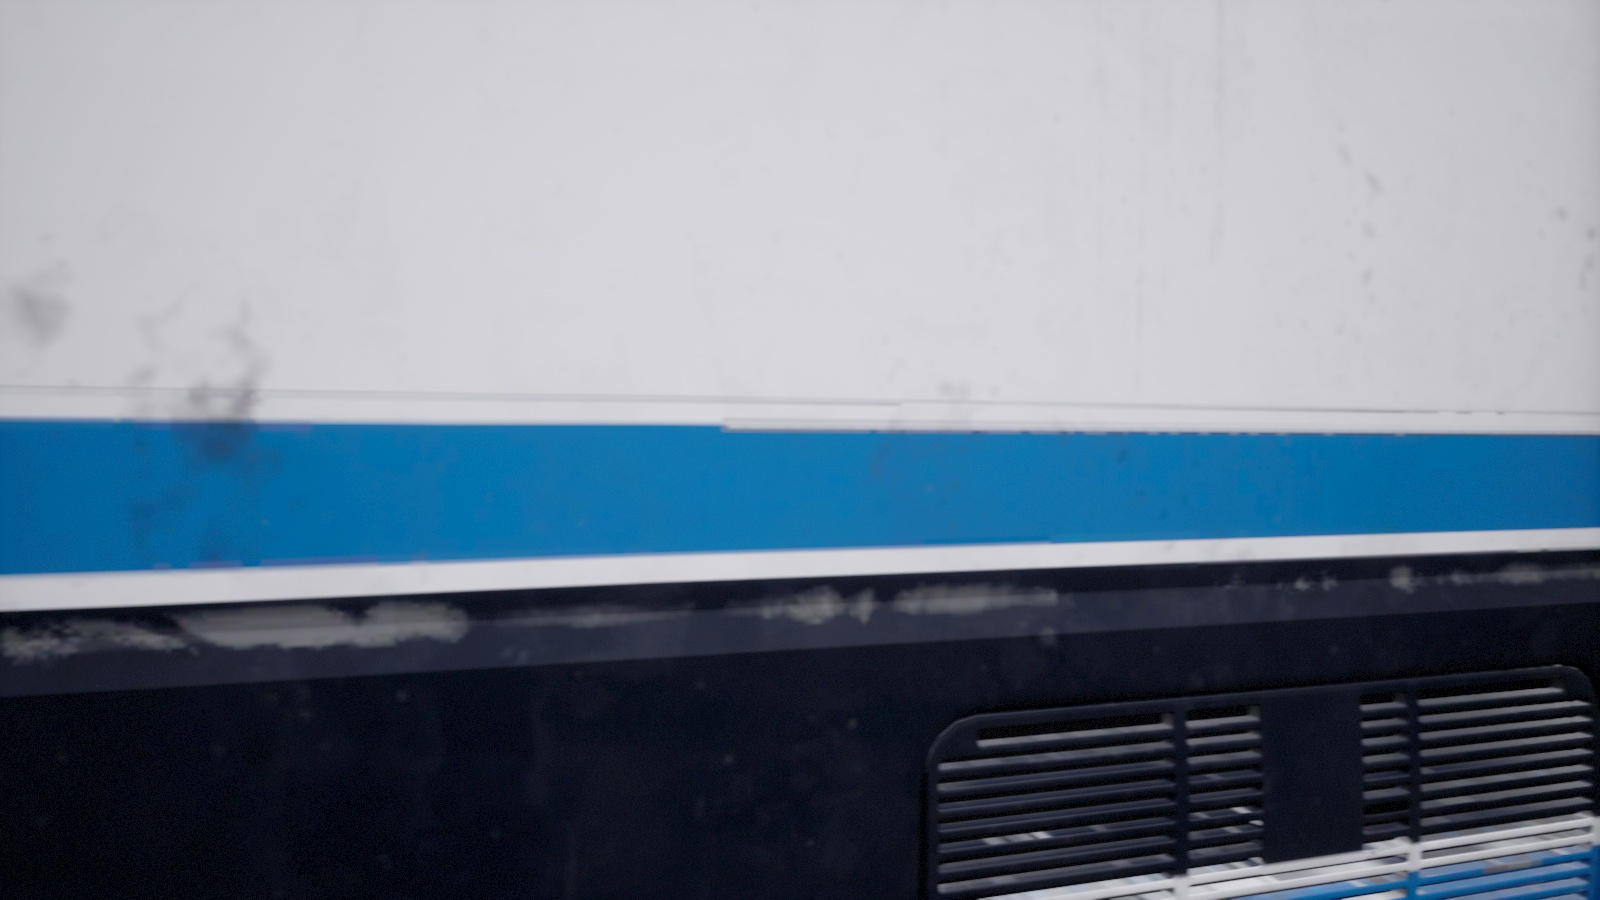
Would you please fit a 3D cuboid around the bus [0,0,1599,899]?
[{"bbox_3d":[-0.545,-0.624,3.015,10.273,4.253,3.944,-1,1,-21],"label":"bus"}]
